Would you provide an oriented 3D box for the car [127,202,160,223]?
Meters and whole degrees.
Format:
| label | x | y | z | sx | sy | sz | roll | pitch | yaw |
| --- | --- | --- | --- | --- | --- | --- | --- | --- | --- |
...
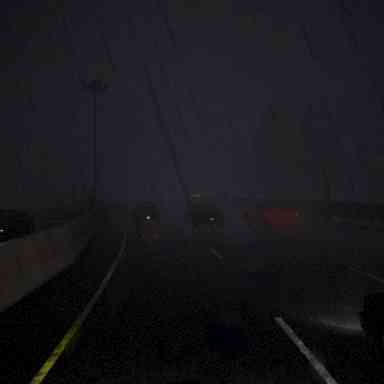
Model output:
| label | x | y | z | sx | sy | sz | roll | pitch | yaw |
| --- | --- | --- | --- | --- | --- | --- | --- | --- | --- |
| car | -3.726 | 1.559 | 25.943 | 1.837 | 1.490 | 4.892 | 0 | 0 | -15 |

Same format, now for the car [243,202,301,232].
| label | x | y | z | sx | sy | sz | roll | pitch | yaw |
| --- | --- | --- | --- | --- | --- | --- | --- | --- | --- |
| car | 4.765 | 1.371 | 20.405 | 2.097 | 1.767 | 4.553 | 0 | 0 | -11 |

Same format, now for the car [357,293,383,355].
| label | x | y | z | sx | sy | sz | roll | pitch | yaw |
| --- | --- | --- | --- | --- | --- | --- | --- | --- | --- |
| car | 3.438 | 1.542 | 2.445 | 2.033 | 1.411 | 5.357 | 0 | 0 | -2 |

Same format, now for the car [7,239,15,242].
| label | x | y | z | sx | sy | sz | roll | pitch | yaw |
| --- | --- | --- | --- | --- | --- | --- | --- | --- | --- |
| car | -8.635 | 1.540 | 15.107 | 2.128 | 1.511 | 4.902 | 0 | 0 | -10 |

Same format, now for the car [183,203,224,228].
| label | x | y | z | sx | sy | sz | roll | pitch | yaw |
| --- | --- | --- | --- | --- | --- | --- | --- | --- | --- |
| car | 0.683 | 1.512 | 22.816 | 1.882 | 1.535 | 5.008 | 0 | 0 | -13 |

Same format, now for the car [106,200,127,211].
| label | x | y | z | sx | sy | sz | roll | pitch | yaw |
| --- | --- | --- | --- | --- | --- | --- | --- | --- | --- |
| car | -9.563 | 1.695 | 41.989 | 1.895 | 1.301 | 4.718 | 0 | 0 | -24 |

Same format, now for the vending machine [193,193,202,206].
| label | x | y | z | sx | sy | sz | roll | pitch | yaw |
| --- | --- | --- | --- | --- | --- | --- | --- | --- | --- |
| vending machine | 0.877 | 1.280 | 54.491 | 1.100 | 2.100 | 0.880 | 0 | 0 | -28 |
